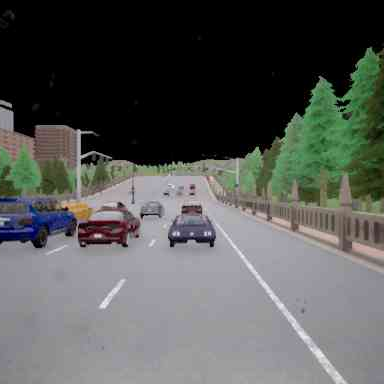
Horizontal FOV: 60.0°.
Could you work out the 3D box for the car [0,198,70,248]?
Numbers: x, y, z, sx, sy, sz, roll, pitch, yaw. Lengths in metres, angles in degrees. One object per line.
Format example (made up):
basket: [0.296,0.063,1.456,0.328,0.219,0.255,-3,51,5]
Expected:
car: [-7.000,1.256,14.856,2.150,2.045,5.566,0,0,0]

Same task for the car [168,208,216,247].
car: [0.000,1.614,14.856,1.895,1.301,4.718,0,0,0]

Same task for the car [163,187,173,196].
car: [-6.932,0.329,91.129,1.837,1.490,4.892,0,6,0]

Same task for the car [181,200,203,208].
car: [0.000,1.483,29.826,1.882,1.535,5.008,0,0,0]

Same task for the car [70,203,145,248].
car: [-3.500,1.483,14.826,1.882,1.535,5.008,0,0,0]

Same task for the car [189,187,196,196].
car: [0.068,0.329,91.090,1.837,1.490,4.892,0,6,0]

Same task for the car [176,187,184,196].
car: [-3.432,0.368,91.113,2.033,1.411,5.357,0,6,0]

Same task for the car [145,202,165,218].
car: [-3.500,1.561,29.826,2.033,1.411,5.357,0,0,0]

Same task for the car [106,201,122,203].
car: [-7.000,1.531,29.826,1.812,1.442,4.674,0,0,0]
